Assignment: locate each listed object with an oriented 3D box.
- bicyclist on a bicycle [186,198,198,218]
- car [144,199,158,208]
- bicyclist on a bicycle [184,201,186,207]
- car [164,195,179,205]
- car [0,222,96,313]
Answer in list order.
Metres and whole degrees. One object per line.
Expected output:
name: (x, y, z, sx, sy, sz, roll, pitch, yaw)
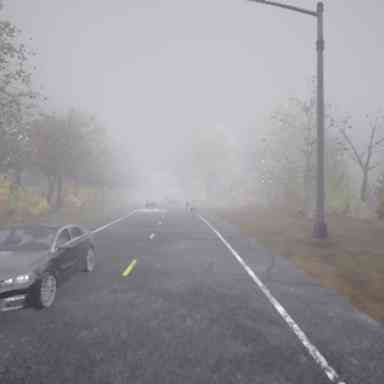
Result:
bicyclist on a bicycle: (0.138, 1.484, 28.751, 0.866, 1.612, 1.509, 0, 0, -3)
car: (-5.895, 1.664, 48.307, 1.895, 1.301, 4.718, 0, 0, -5)
bicyclist on a bicycle: (-0.539, 1.489, 38.429, 0.866, 1.612, 1.509, 0, 0, -4)
car: (-3.306, 1.552, 58.562, 2.128, 1.511, 4.902, 0, 0, -6)
car: (-3.700, 1.514, 7.915, 2.128, 1.511, 4.902, 0, 0, -1)
